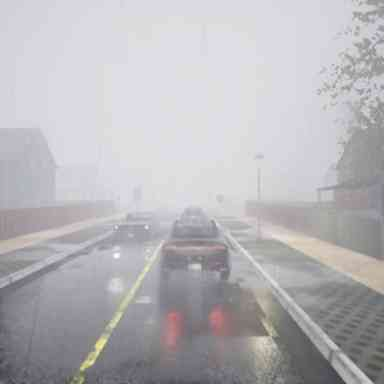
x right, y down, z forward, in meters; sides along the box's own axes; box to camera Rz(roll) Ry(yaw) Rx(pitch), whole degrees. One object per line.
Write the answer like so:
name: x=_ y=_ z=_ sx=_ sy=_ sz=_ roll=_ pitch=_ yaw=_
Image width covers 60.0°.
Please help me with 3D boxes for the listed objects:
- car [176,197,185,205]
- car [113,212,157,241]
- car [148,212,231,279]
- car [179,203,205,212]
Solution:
car: x=-2.755 y=2.226 z=83.494 sx=2.150 sy=2.045 sz=5.566 roll=0 pitch=-1 yaw=0
car: x=-2.849 y=1.765 z=17.814 sx=1.895 sy=1.301 sz=4.718 roll=0 pitch=-1 yaw=0
car: x=0.086 y=1.580 z=10.297 sx=2.128 sy=1.511 sz=4.902 roll=0 pitch=0 yaw=0
car: x=0.087 y=1.814 z=26.298 sx=1.994 sy=1.385 sz=4.181 roll=0 pitch=-1 yaw=0
